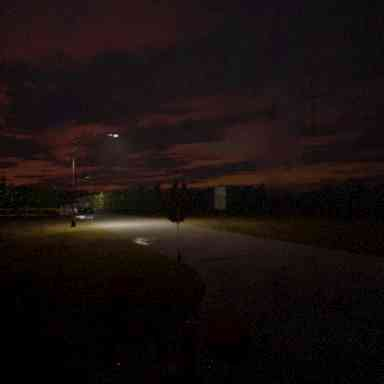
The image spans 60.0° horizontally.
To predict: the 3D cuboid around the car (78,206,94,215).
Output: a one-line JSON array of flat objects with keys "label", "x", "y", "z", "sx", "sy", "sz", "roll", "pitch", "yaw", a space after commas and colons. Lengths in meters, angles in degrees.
[{"label": "car", "x": -15.645, "y": 2.642, "z": 48.994, "sx": 1.895, "sy": 1.301, "sz": 4.718, "roll": -1, "pitch": -1, "yaw": -25}]
